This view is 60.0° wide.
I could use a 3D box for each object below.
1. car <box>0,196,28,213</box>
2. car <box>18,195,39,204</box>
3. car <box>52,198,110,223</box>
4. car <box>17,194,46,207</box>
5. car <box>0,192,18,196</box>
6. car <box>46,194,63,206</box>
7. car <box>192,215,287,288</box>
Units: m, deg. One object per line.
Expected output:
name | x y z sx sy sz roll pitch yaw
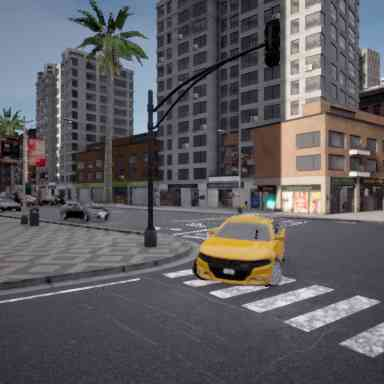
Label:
car | -20.052 1.441 35.762 5.357 1.411 2.033 0 0 43
car | -28.193 1.270 57.321 1.837 1.490 4.892 0 0 -44
car | -8.222 1.450 25.320 4.902 1.511 2.128 0 0 41
car | -23.145 1.361 47.837 4.674 1.442 1.812 0 0 45
car | -30.234 0.991 54.759 2.150 2.045 5.566 0 0 -44
car | -21.153 1.184 50.435 4.553 1.767 2.097 0 0 45
car | 1.671 1.485 9.686 1.882 1.535 5.008 2 1 20
